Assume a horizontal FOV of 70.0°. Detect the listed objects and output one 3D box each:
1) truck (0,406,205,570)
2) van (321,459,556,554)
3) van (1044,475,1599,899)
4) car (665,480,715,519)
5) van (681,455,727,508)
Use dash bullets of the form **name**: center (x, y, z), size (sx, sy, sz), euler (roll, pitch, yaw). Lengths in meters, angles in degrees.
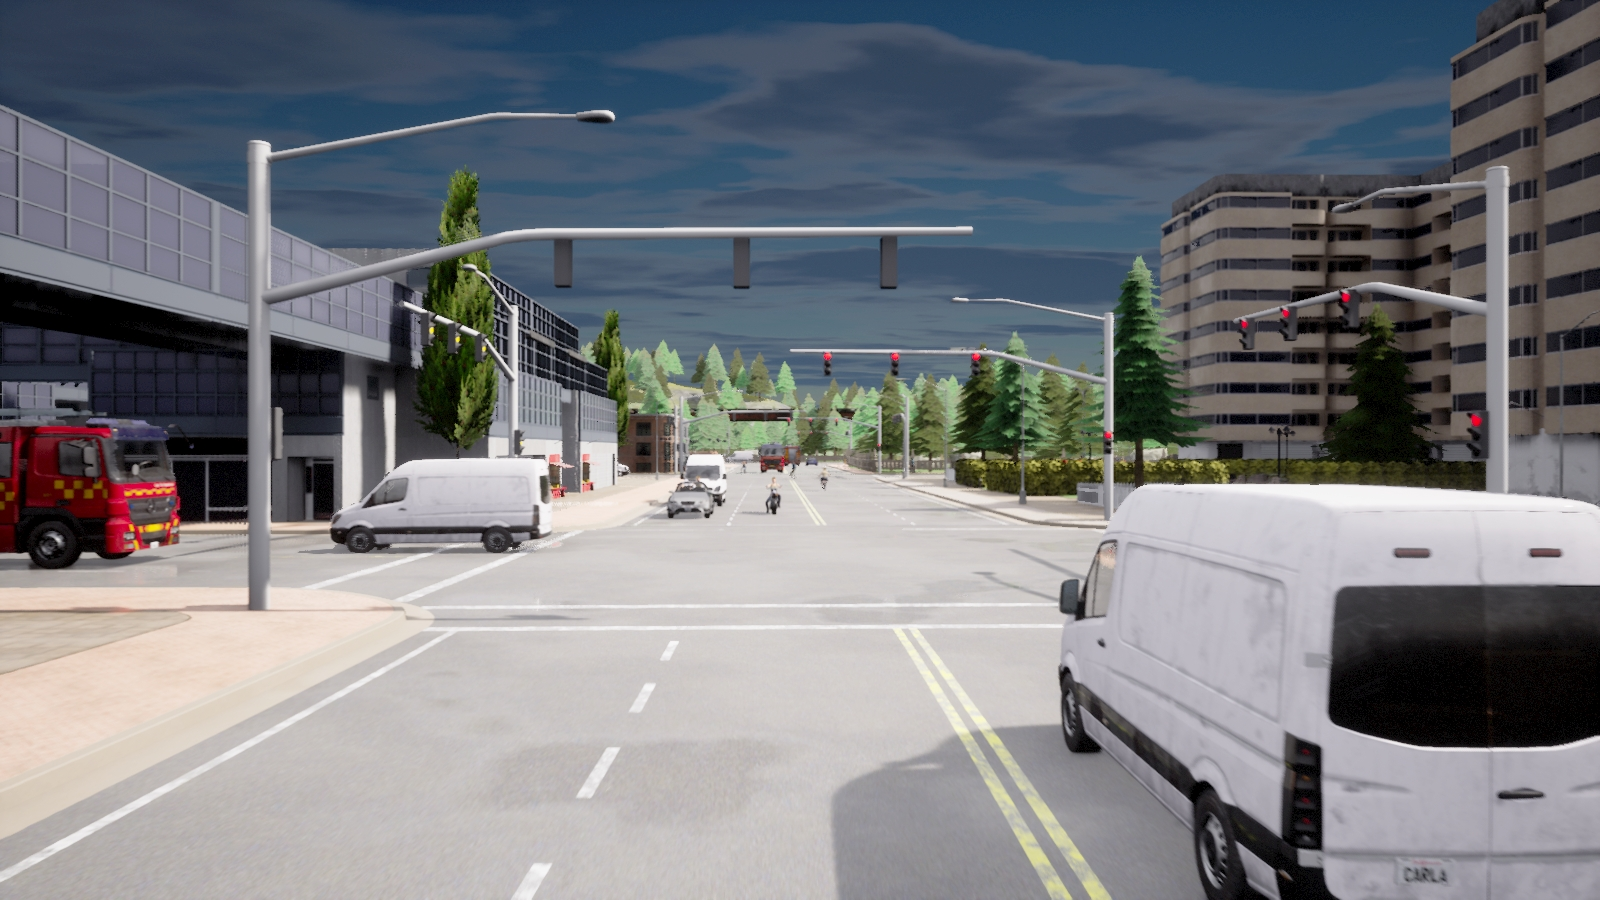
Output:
- **truck**: center (-19.647, 0.889, 28.102), size (8.468, 3.827, 2.891), euler (0, 0, -1)
- **van**: center (-9.973, 1.532, 31.871), size (5.915, 2.561, 1.988), euler (0, 0, -2)
- **van**: center (3.499, 1.534, 8.734), size (1.988, 2.561, 5.915), euler (0, 0, 0)
- **car**: center (-4.582, 2.063, 48.158), size (1.816, 1.474, 4.193), euler (0, 0, -2)
- **van**: center (-4.842, 1.531, 58.531), size (1.988, 2.561, 5.915), euler (0, 0, -1)
